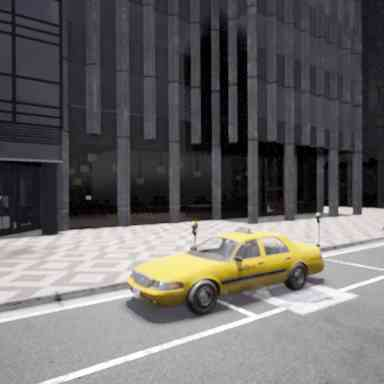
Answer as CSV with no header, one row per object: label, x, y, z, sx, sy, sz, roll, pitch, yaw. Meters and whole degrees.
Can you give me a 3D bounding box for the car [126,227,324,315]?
car,0.966,1.501,7.456,4.829,1.417,1.752,0,0,-34
